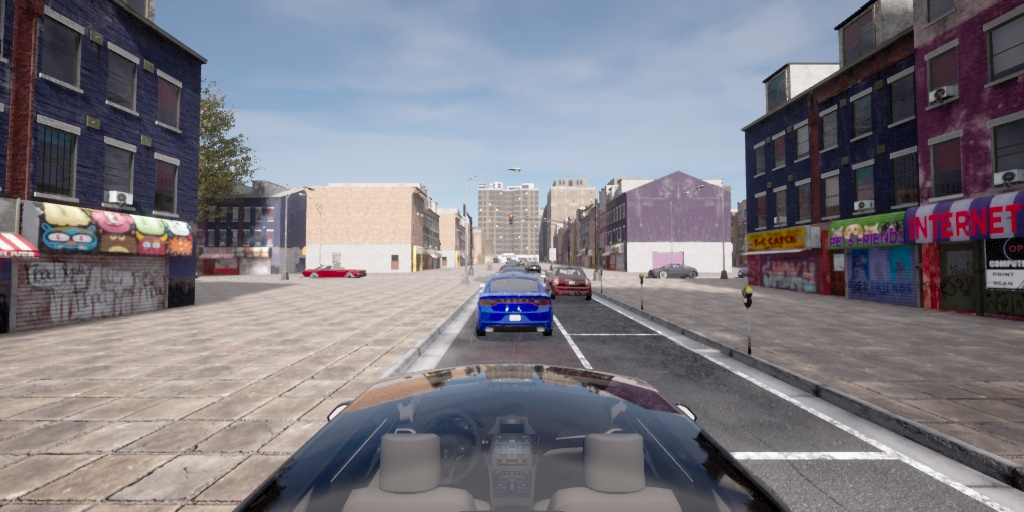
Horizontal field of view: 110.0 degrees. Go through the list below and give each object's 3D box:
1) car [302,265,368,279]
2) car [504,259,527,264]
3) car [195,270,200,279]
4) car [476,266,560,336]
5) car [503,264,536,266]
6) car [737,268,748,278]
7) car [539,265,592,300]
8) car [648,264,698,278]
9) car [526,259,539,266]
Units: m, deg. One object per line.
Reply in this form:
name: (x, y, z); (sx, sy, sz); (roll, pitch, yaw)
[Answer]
car: (-14.647, 1.384, 29.886); (4.718, 1.301, 1.895); (0, -2, 0)
car: (0.042, 1.342, 37.519); (1.837, 1.490, 4.892); (3, 1, 9)
car: (-28.969, 1.404, 29.986); (4.902, 1.511, 2.128); (-1, -2, 0)
car: (0.039, 1.233, 10.492); (1.882, 1.535, 5.008); (0, 0, -1)
car: (0.098, 1.292, 18.022); (1.812, 1.442, 4.674); (0, 0, 0)
car: (23.077, 1.336, 32.599); (4.674, 1.442, 1.812); (0, -2, 0)
car: (2.635, 1.206, 17.822); (1.967, 1.591, 4.097); (0, 0, 0)
car: (14.605, 1.379, 32.653); (4.181, 1.385, 1.994); (0, -2, 0)
car: (2.634, 1.420, 44.566); (1.948, 1.339, 4.313); (0, 0, 0)
